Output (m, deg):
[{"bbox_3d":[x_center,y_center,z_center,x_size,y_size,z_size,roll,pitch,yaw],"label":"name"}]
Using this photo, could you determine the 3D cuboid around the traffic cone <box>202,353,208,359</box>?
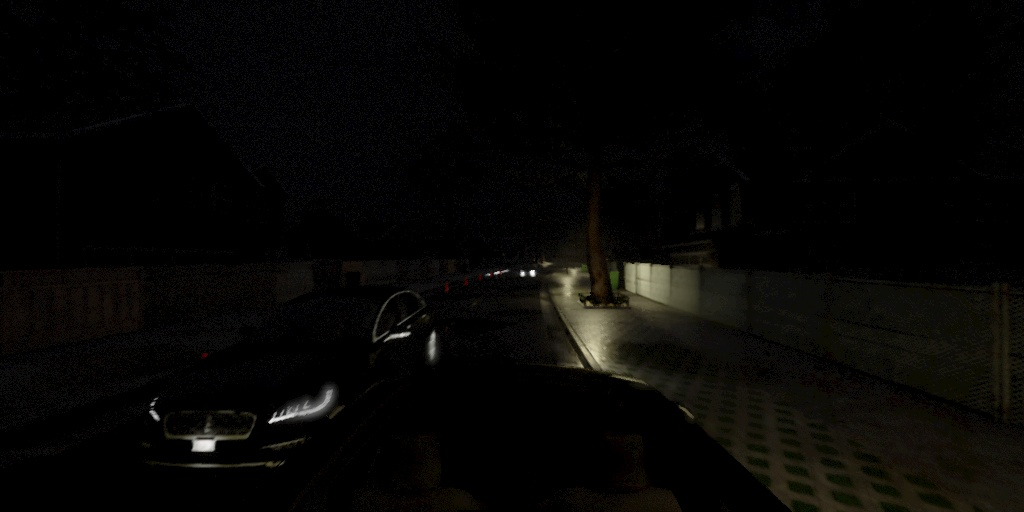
[{"bbox_3d":[-4.411,1.694,5.148,0.340,0.580,0.340,0,0,1],"label":"traffic cone"}]

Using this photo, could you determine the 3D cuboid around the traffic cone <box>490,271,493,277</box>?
[{"bbox_3d":[-2.041,1.747,35.345,0.340,0.580,0.340,0,0,8],"label":"traffic cone"}]

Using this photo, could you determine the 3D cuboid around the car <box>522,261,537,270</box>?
[{"bbox_3d":[2.663,1.459,54.426,1.895,1.301,4.718,0,0,9],"label":"car"}]

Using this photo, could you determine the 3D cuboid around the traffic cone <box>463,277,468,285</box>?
[{"bbox_3d":[-3.245,1.719,25.315,0.340,0.580,0.340,0,0,6],"label":"traffic cone"}]

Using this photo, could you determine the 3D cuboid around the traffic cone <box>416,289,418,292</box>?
[{"bbox_3d":[-4.035,1.701,15.244,0.340,0.580,0.340,0,0,3],"label":"traffic cone"}]

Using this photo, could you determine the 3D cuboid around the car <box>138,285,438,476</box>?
[{"bbox_3d":[-2.387,1.248,5.258,1.837,1.490,4.892,0,0,1],"label":"car"}]

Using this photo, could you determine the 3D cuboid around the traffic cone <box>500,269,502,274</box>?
[{"bbox_3d":[-1.285,1.764,40.339,0.340,0.580,0.340,0,0,9],"label":"traffic cone"}]

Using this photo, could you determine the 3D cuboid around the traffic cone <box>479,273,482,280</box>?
[{"bbox_3d":[-2.695,1.732,30.337,0.340,0.580,0.340,0,0,7],"label":"traffic cone"}]

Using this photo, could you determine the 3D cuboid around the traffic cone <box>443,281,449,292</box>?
[{"bbox_3d":[-3.692,1.709,20.283,0.340,0.580,0.340,0,0,4],"label":"traffic cone"}]
